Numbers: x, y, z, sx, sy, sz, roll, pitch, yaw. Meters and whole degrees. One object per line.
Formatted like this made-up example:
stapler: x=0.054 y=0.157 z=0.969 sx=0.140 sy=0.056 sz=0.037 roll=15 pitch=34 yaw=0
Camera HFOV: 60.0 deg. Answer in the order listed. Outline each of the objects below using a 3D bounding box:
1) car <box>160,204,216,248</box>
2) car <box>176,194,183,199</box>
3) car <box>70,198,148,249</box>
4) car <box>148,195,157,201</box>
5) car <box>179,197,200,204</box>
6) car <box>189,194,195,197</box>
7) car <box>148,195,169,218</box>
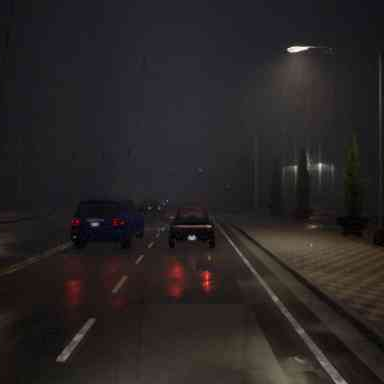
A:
car: x=0.000 y=1.493 z=14.650 sx=2.128 sy=1.511 sz=4.902 roll=0 pitch=0 yaw=0
car: x=-3.500 y=1.337 z=92.427 sx=1.812 sy=1.442 sz=4.674 roll=0 pitch=0 yaw=0
car: x=-3.500 y=1.256 z=14.680 sx=2.150 sy=2.045 sz=5.566 roll=0 pitch=0 yaw=0
car: x=-10.500 y=1.470 z=88.523 sx=1.882 sy=1.535 sz=5.008 roll=0 pitch=0 yaw=0
car: x=0.000 y=1.483 z=29.650 sx=1.882 sy=1.535 sz=5.008 roll=0 pitch=0 yaw=0
car: x=0.000 y=1.427 z=91.887 sx=1.837 sy=1.490 sz=4.892 roll=0 pitch=0 yaw=0
car: x=-3.500 y=1.364 z=29.620 sx=2.097 sy=1.767 sz=4.553 roll=0 pitch=0 yaw=0
